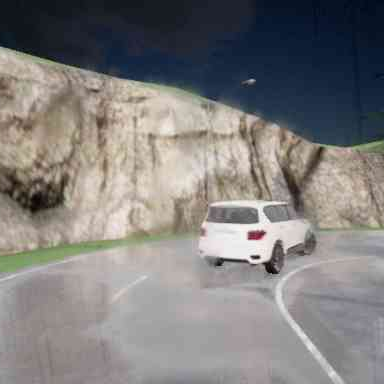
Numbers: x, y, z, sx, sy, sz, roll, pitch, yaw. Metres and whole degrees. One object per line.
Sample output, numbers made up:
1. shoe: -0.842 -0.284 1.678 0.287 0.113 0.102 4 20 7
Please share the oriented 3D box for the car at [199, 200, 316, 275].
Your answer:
1. car: 2.365 1.286 11.115 2.150 2.045 5.566 -1 -1 33
